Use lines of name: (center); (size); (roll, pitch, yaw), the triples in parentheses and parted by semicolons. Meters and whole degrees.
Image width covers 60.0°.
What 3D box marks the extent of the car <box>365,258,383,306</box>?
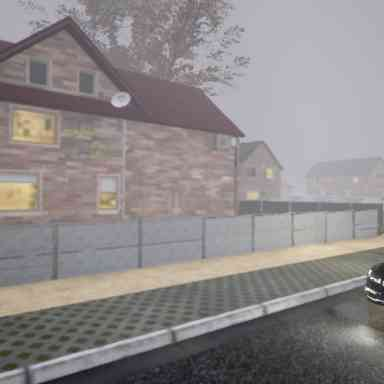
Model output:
car: (5.590, 1.569, 7.056); (4.892, 1.490, 1.837); (1, 0, -35)
